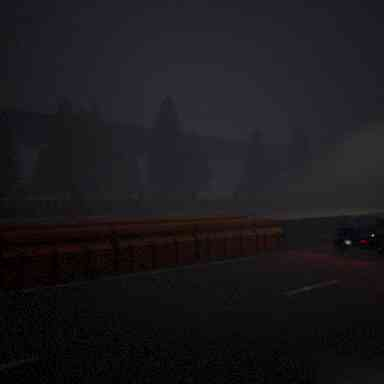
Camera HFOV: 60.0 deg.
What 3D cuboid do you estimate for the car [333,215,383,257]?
[{"bbox_3d":[7.645,1.681,13.612,4.674,1.442,1.812,1,0,-35],"label":"car"}]
